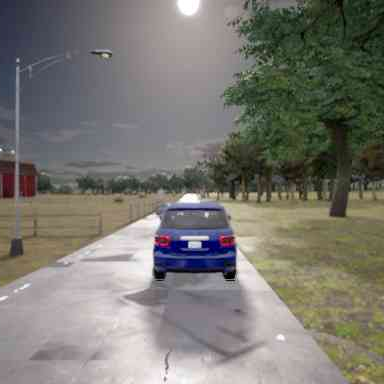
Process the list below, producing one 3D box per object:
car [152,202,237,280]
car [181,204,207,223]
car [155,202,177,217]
[{"bbox_3d":[0.088,1.315,10.388,2.150,2.045,5.566,0,0,1],"label":"car"},{"bbox_3d":[0.158,1.795,29.111,2.033,1.411,5.357,0,0,0],"label":"car"},{"bbox_3d":[-2.752,1.865,36.032,1.994,1.385,4.181,0,0,0],"label":"car"}]
